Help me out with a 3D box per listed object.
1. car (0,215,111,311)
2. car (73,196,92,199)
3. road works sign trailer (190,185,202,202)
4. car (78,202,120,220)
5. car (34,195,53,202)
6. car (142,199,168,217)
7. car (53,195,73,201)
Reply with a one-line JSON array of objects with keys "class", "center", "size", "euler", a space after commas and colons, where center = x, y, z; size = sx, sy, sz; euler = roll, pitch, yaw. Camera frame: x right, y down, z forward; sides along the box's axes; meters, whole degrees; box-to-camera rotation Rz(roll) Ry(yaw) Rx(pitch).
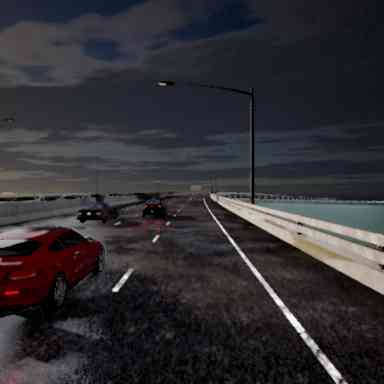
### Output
[{"class": "car", "center": [-3.389, 1.503, 7.564], "size": [1.812, 1.442, 4.674], "euler": [0, 0, 0]}, {"class": "car", "center": [-17.046, 1.390, 53.519], "size": [1.994, 1.385, 4.181], "euler": [0, 0, 2]}, {"class": "road works sign trailer", "center": [0.796, 0.238, 66.665], "size": [2.380, 3.560, 2.880], "euler": [0, 0, 1]}, {"class": "car", "center": [-6.791, 1.470, 24.493], "size": [2.033, 1.411, 5.357], "euler": [0, 0, 1]}, {"class": "car", "center": [-24.006, 1.316, 54.605], "size": [2.128, 1.511, 4.902], "euler": [0, 0, 2]}, {"class": "car", "center": [-3.238, 1.396, 29.769], "size": [2.128, 1.511, 4.902], "euler": [0, 0, 1]}, {"class": "car", "center": [-20.510, 1.327, 54.676], "size": [1.837, 1.490, 4.892], "euler": [0, 1, 2]}]
